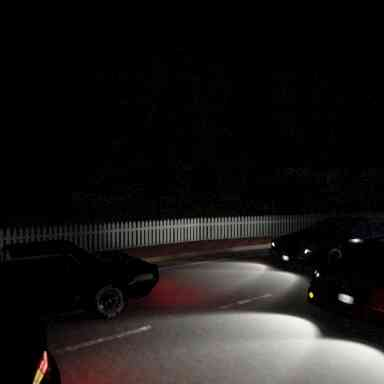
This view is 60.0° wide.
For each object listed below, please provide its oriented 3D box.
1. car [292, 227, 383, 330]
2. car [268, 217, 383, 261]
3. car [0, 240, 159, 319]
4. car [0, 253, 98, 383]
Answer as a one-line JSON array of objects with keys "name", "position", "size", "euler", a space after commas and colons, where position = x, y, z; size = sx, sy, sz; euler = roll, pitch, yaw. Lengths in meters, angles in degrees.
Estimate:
[{"name": "car", "position": [4.238, 1.564, 6.432], "size": [4.181, 1.385, 1.994], "euler": [0, 0, -30]}, {"name": "car", "position": [5.130, 1.547, 10.952], "size": [5.357, 1.411, 2.033], "euler": [0, 0, -26]}, {"name": "car", "position": [-3.071, 1.601, 5.871], "size": [4.718, 1.301, 1.895], "euler": [0, 0, -34]}, {"name": "car", "position": [-3.228, 1.492, 1.564], "size": [4.902, 1.511, 2.128], "euler": [0, 0, -35]}]
